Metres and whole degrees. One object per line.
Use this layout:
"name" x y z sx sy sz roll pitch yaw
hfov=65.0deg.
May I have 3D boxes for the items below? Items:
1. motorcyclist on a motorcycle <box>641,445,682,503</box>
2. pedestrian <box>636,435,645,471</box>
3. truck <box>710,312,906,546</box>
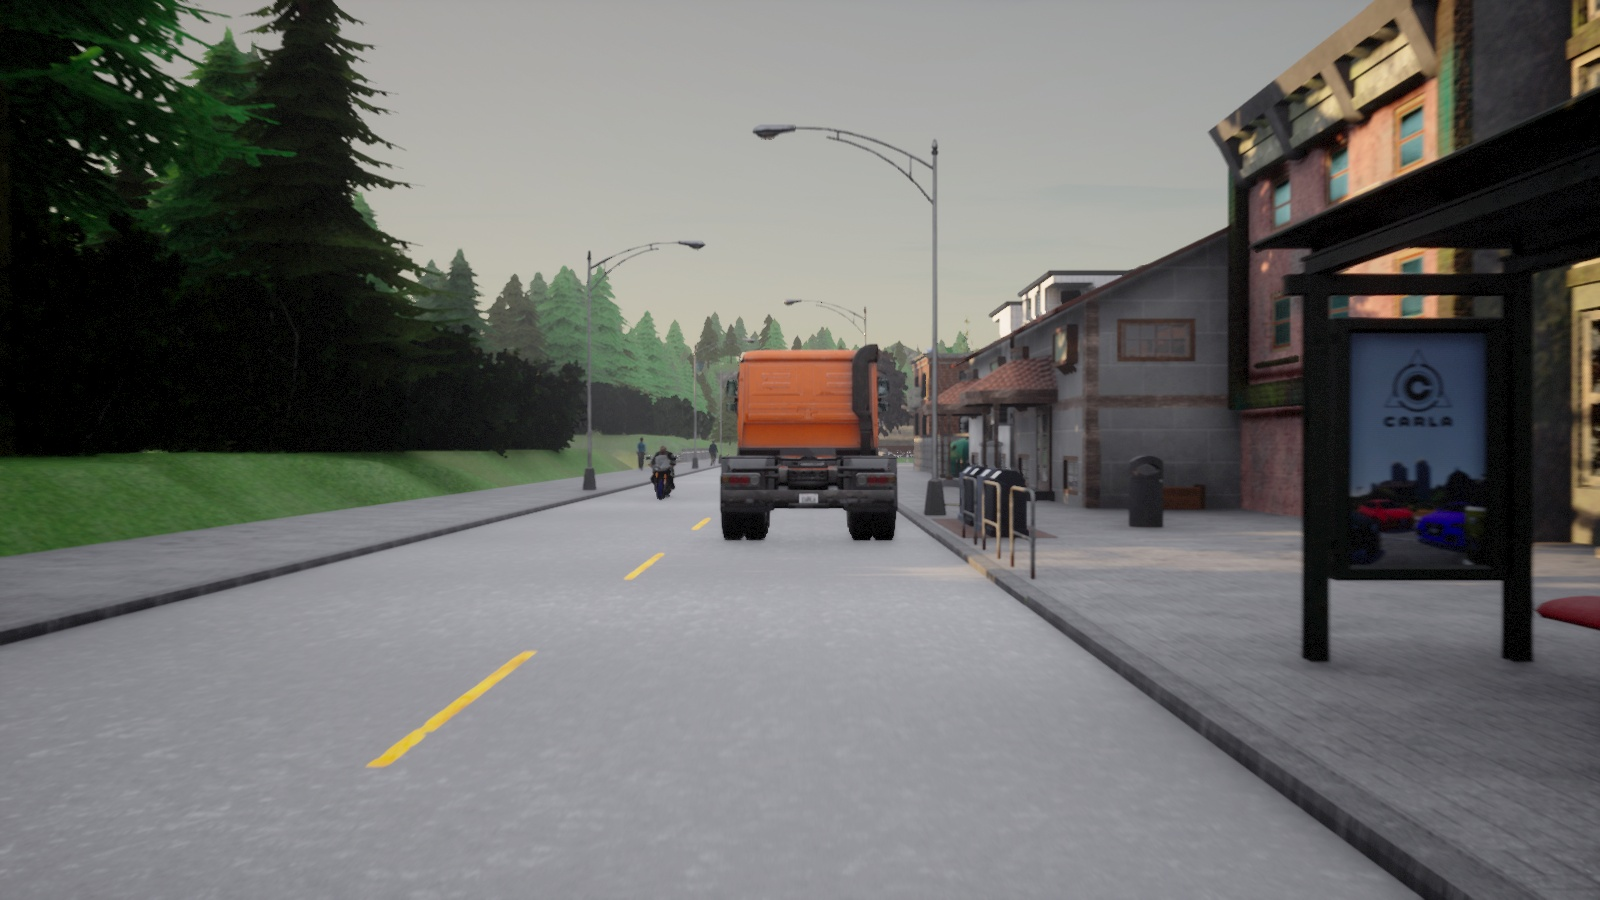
"motorcyclist on a motorcycle" -3.787 0.641 34.442 0.866 1.530 2.191 0 0 0
"pedestrian" -8.593 0.179 67.664 0.396 1.930 0.692 0 0 0
"truck" 0.145 -0.325 22.507 2.891 3.462 7.936 0 0 0
